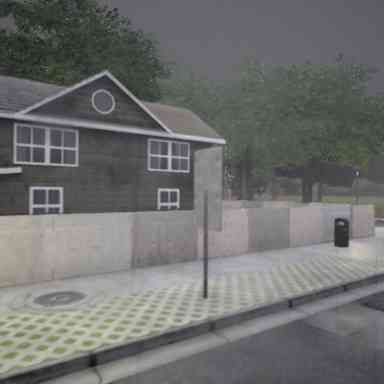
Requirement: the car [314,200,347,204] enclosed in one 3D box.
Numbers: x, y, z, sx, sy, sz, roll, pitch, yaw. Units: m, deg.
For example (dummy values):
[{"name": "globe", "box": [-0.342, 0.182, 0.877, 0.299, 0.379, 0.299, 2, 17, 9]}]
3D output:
[{"name": "car", "box": [11.090, 1.528, 25.217, 2.097, 1.767, 4.553, 1, 0, -35]}]
